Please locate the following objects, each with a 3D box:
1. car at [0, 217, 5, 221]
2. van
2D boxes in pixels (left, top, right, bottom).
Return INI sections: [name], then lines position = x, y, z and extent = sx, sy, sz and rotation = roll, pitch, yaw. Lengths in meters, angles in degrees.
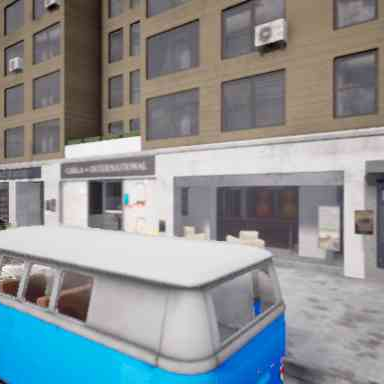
[car]
position = -5.427, 1.314, 6.740
extent = 5.009, 1.841, 2.192
rotation = 0, 0, 36
[van]
position = -1.023, 1.341, 3.604
extent = 3.998, 1.788, 1.690
rotation = 0, 0, 36
